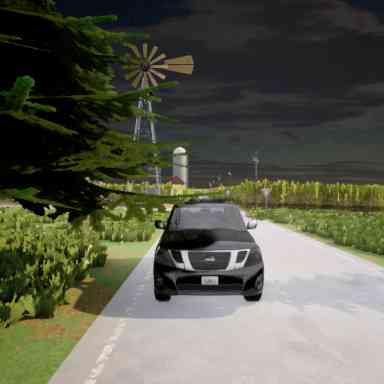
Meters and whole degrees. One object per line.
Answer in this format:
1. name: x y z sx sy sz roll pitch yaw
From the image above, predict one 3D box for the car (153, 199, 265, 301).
1. car: 0.333 1.221 8.675 2.150 2.045 5.566 0 0 0
